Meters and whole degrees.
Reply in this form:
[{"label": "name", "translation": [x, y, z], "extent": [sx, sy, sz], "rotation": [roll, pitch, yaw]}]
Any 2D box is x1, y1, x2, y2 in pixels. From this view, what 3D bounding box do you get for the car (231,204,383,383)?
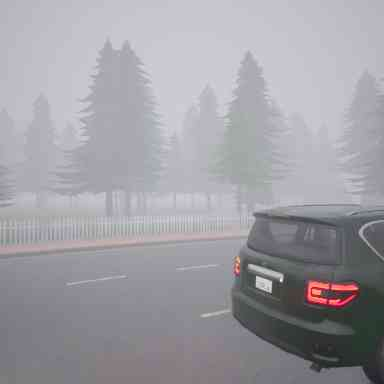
[{"label": "car", "translation": [3.259, 1.222, 5.320], "extent": [5.566, 2.045, 2.150], "rotation": [0, 0, -28]}]
